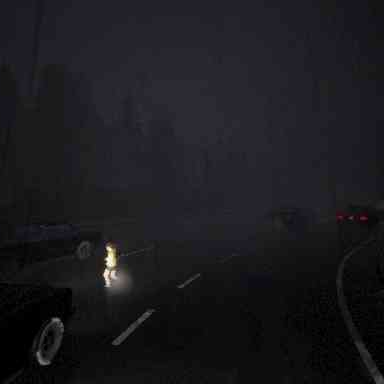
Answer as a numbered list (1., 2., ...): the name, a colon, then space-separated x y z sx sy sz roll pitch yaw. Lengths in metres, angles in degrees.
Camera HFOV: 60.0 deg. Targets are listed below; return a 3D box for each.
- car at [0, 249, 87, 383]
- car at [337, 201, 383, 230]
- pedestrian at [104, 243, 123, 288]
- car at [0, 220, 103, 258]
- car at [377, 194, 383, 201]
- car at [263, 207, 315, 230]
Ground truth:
1. car: -2.929 1.601 2.915 1.895 1.301 4.718 0 0 8
2. car: 10.836 1.547 21.483 2.033 1.411 5.357 0 0 37
3. pedestrian: -1.827 1.674 7.743 0.500 1.100 0.500 0 0 18
4. car: -4.871 1.601 10.125 1.895 1.301 4.718 0 0 21
5. car: 20.282 1.226 33.905 2.150 2.045 5.566 0 0 37
6. car: 6.393 1.601 21.378 1.895 1.301 4.718 0 0 36
